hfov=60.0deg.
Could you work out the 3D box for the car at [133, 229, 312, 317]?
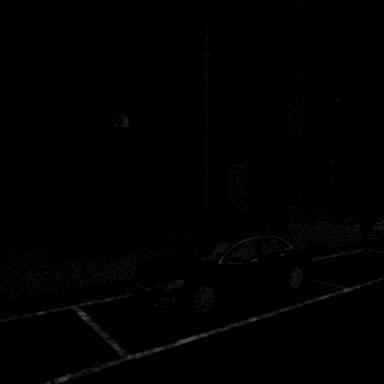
[{"bbox_3d":[0.844,1.556,7.370,4.403,1.369,2.008,0,0,-36],"label":"car"}]
